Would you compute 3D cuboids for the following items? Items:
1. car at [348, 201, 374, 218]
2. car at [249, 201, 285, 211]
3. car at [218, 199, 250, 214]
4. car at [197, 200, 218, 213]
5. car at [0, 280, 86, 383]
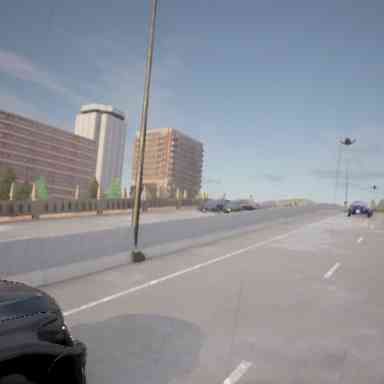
[{"bbox_3d":[15.971,1.598,31.446,1.812,1.442,4.674,0,-1,33],"label":"car"},{"bbox_3d":[7.351,1.550,31.282,1.812,1.442,4.674,0,0,33],"label":"car"},{"bbox_3d":[4.835,1.516,33.845,1.837,1.490,4.892,0,0,33],"label":"car"},{"bbox_3d":[2.662,1.551,36.942,2.033,1.411,5.357,0,0,33],"label":"car"},{"bbox_3d":[-3.140,1.207,1.355,2.150,2.045,5.566,0,0,32],"label":"car"}]
